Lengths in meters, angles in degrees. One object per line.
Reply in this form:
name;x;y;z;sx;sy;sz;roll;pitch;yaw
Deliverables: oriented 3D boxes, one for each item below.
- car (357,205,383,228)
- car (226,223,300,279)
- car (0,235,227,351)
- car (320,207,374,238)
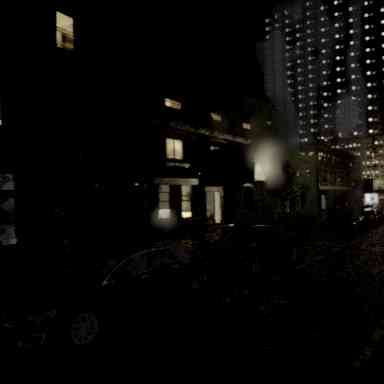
car;12.440;1.692;23.806;1.967;1.590;4.097;-3;-2;39
car;2.042;1.758;10.902;1.887;1.381;4.507;-3;-2;39
car;-1.425;1.752;6.601;2.008;1.369;4.403;-3;-2;39
car;8.976;1.805;19.502;1.947;1.339;4.313;-3;-2;39
